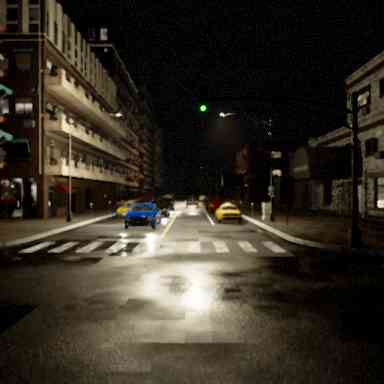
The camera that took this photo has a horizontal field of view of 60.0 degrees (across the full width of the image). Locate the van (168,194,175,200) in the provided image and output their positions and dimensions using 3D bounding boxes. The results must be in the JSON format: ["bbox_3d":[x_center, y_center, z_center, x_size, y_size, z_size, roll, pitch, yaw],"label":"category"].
[{"bbox_3d":[-5.739,1.358,91.403,1.690,1.788,3.998,0,0,0],"label":"van"}]

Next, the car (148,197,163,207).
[{"bbox_3d":[-5.718,1.549,52.627,2.008,1.369,4.403,0,0,0],"label":"car"}]

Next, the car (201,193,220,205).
[{"bbox_3d":[2.669,1.289,41.554,2.192,1.841,5.009,0,0,0],"label":"car"}]

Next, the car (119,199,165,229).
[{"bbox_3d":[-3.114,1.481,21.799,1.882,1.535,5.008,0,0,0],"label":"car"}]

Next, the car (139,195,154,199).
[{"bbox_3d":[-5.712,1.315,41.549,2.192,1.841,5.009,0,0,0],"label":"car"}]

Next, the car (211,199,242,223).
[{"bbox_3d":[2.677,1.508,25.106,1.752,1.417,4.829,0,0,0],"label":"car"}]

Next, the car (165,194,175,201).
[{"bbox_3d":[-5.736,1.327,85.863,2.192,1.841,5.009,0,0,0],"label":"car"}]

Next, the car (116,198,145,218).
[{"bbox_3d":[-5.706,1.531,30.300,1.752,1.417,4.829,0,0,0],"label":"car"}]

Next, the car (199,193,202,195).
[{"bbox_3d":[2.648,1.507,80.498,1.752,1.417,4.829,0,0,0],"label":"car"}]

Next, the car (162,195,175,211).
[{"bbox_3d":[-3.099,1.497,41.146,1.837,1.490,4.892,0,0,0],"label":"car"}]

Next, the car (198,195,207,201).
[{"bbox_3d":[2.645,1.536,85.867,2.008,1.369,4.403,0,0,0],"label":"car"}]

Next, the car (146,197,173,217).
[{"bbox_3d":[-3.100,1.522,31.077,1.812,1.442,4.674,0,0,0],"label":"car"}]

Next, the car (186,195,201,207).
[{"bbox_3d":[0.069,1.581,51.544,1.895,1.301,4.718,0,0,0],"label":"car"}]

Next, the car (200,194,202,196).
[{"bbox_3d":[2.660,1.523,58.171,2.008,1.369,4.403,0,0,0],"label":"car"}]

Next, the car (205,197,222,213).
[{"bbox_3d":[2.671,1.558,36.015,1.802,1.307,4.206,0,0,0],"label":"car"}]
